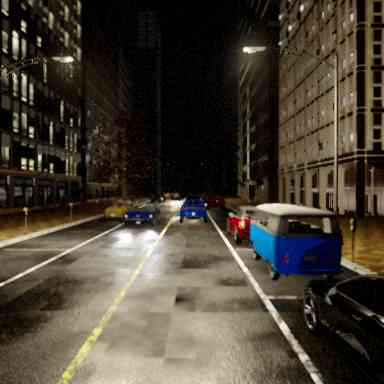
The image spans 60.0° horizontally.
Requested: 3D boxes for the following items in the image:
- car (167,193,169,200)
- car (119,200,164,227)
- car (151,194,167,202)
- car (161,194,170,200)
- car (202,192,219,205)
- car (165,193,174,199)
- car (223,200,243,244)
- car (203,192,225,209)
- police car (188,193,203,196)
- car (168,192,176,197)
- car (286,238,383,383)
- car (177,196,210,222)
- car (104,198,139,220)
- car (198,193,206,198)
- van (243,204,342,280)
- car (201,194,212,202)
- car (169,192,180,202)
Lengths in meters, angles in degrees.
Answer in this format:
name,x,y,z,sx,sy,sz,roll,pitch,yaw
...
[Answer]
name,x,y,z,sx,sy,sz,roll,pitch,yaw
car,-5.699,1.105,60.657,1.947,1.339,4.313,0,0,0
car,-3.105,1.446,21.400,1.895,1.301,4.718,0,0,0
car,-5.697,1.136,54.965,2.008,1.369,4.403,0,0,0
car,-5.700,1.027,72.040,1.802,1.307,4.206,0,0,0
car,2.685,0.946,49.261,2.192,1.841,5.009,0,0,0
car,-5.703,0.900,83.425,2.008,1.369,4.403,0,0,0
car,2.690,1.332,15.109,1.967,1.590,4.097,0,0,0
car,2.687,1.035,37.876,2.192,1.841,5.009,0,0,0
police car,0.093,1.117,41.486,1.930,1.638,5.238,0,1,0
car,-5.705,0.797,94.809,1.887,1.381,4.507,0,0,0
car,2.692,1.539,3.725,1.947,1.339,4.313,0,0,0
car,0.097,1.300,24.466,1.882,1.535,5.008,0,0,0
car,-5.693,1.333,26.333,1.752,1.417,4.829,0,0,0
car,2.677,0.867,89.106,1.947,1.339,4.313,0,0,0
van,2.691,1.274,9.417,1.690,1.788,3.998,0,0,0
car,2.682,1.063,60.815,1.752,1.417,4.829,0,0,0
car,-3.042,1.018,62.510,2.128,1.511,4.902,0,0,1
